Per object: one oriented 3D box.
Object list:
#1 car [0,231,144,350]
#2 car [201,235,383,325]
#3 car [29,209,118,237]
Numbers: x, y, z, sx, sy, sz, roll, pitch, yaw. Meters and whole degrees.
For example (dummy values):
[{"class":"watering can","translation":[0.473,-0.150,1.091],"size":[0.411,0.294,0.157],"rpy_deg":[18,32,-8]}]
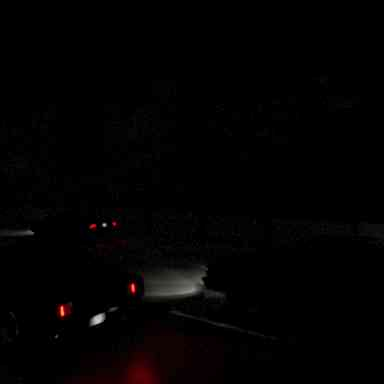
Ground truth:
[{"class":"car","translation":[-3.222,1.629,6.290],"size":[4.718,1.301,1.895],"rpy_deg":[0,0,36]},{"class":"car","translation":[2.819,1.553,6.280],"size":[5.357,1.411,2.033],"rpy_deg":[0,0,36]},{"class":"car","translation":[-6.126,1.590,16.960],"size":[5.357,1.411,2.033],"rpy_deg":[0,0,35]}]
